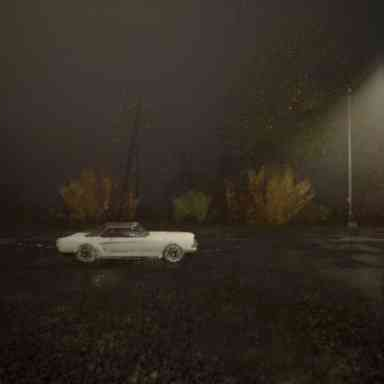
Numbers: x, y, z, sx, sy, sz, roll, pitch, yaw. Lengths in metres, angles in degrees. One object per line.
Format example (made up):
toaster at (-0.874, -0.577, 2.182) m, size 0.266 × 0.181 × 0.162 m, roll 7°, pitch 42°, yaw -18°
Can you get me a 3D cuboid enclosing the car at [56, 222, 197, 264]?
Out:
car at (-2.178, 1.762, 11.972) m, size 4.718 × 1.301 × 1.895 m, roll 0°, pitch -1°, yaw -1°
